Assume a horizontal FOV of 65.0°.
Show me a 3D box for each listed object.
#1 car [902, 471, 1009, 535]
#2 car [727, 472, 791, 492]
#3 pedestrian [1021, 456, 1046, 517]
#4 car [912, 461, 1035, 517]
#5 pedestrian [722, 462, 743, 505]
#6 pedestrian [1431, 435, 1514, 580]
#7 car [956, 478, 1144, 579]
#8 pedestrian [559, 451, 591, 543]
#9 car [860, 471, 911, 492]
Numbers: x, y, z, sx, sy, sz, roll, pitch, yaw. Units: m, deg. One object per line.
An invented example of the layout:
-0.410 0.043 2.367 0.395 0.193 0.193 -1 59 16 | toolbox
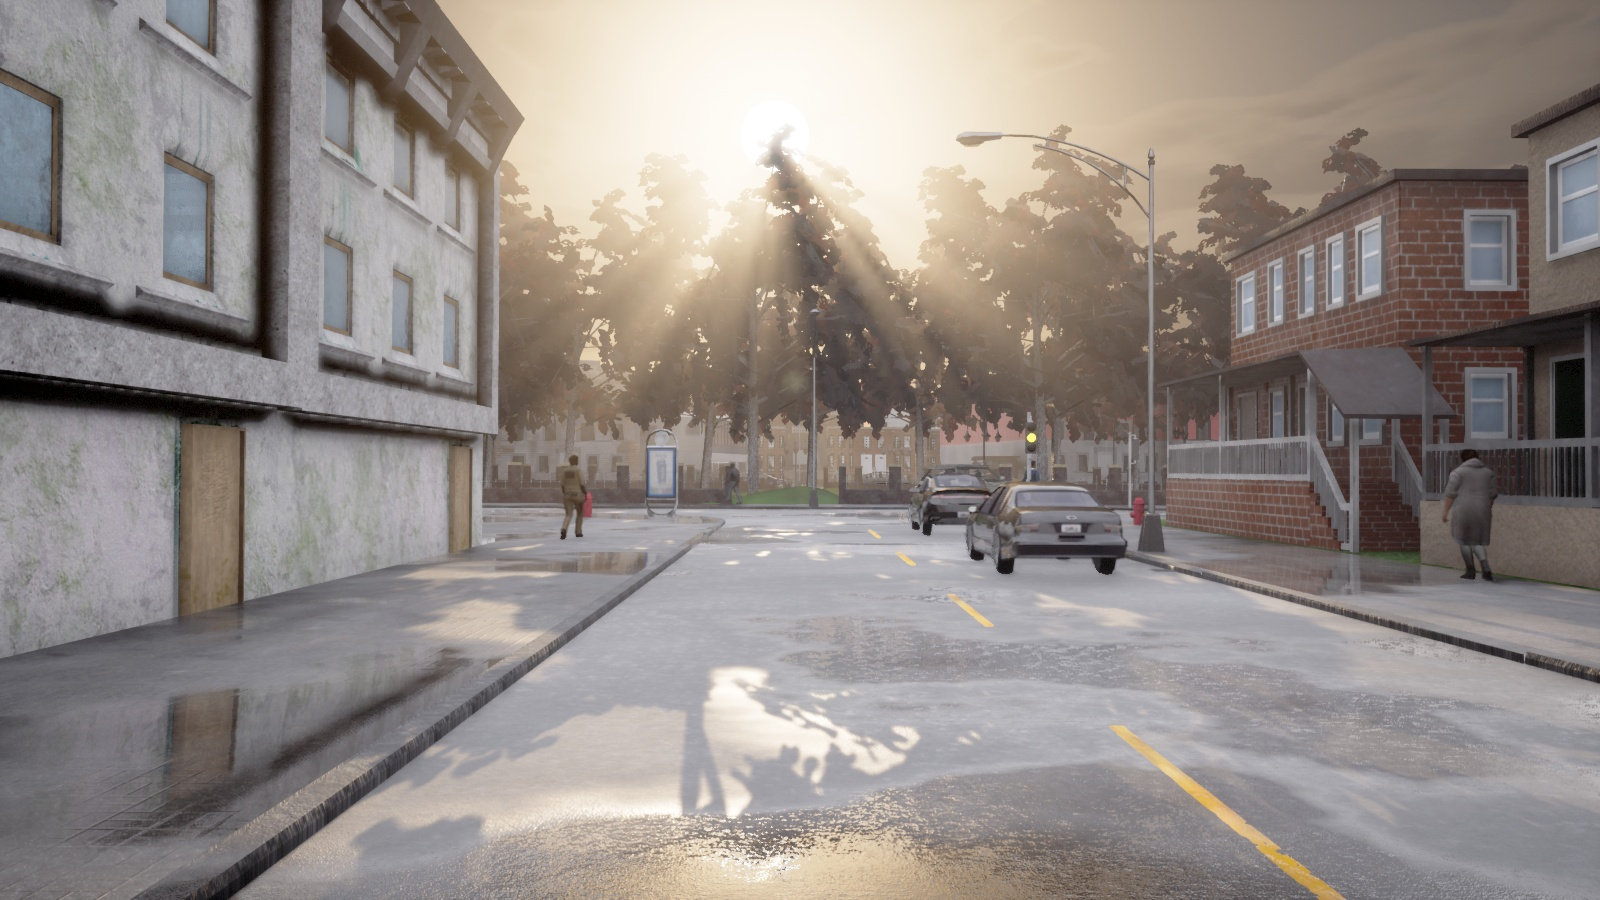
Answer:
3.905 1.298 32.407 2.128 1.511 4.902 0 -1 0 | car
-3.044 2.410 94.516 4.792 1.488 2.163 0 -1 0 | car
7.525 1.167 40.454 0.423 1.949 0.788 -1 -1 44 | pedestrian
6.162 1.346 44.181 1.932 1.855 4.605 -3 -3 43 | car
-2.928 1.450 54.591 0.849 1.883 0.563 0 -1 0 | pedestrian
9.305 0.779 17.402 0.659 1.952 0.873 0 -1 -1 | pedestrian
3.940 1.195 20.828 2.033 1.411 5.357 0 -1 0 | car
-4.795 0.991 26.740 0.396 1.930 0.692 -1 -1 16 | pedestrian
6.412 2.351 94.551 3.705 1.549 1.789 0 -1 0 | car
